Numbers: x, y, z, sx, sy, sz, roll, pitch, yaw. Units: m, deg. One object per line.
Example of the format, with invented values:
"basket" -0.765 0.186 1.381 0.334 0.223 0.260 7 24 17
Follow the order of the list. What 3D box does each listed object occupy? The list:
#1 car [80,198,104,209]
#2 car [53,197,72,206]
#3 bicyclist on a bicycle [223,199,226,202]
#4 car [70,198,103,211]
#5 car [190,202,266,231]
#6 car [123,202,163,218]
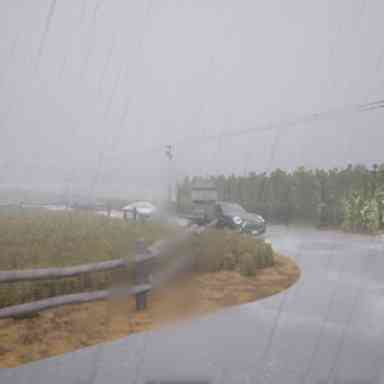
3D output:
"car" -13.941 1.566 46.068 1.994 1.385 4.181 0 0 -35
"car" -20.181 1.550 53.845 5.357 1.411 2.033 0 0 33
"bicyclist on a bicycle" 2.861 1.458 28.095 1.656 1.620 0.582 0 0 -35
"car" -11.763 1.602 37.237 1.895 1.301 4.718 0 0 -35
"car" 1.827 1.354 17.914 2.097 1.767 4.553 0 0 -33
"car" -3.821 1.528 26.052 1.812 1.442 4.674 0 0 -35
